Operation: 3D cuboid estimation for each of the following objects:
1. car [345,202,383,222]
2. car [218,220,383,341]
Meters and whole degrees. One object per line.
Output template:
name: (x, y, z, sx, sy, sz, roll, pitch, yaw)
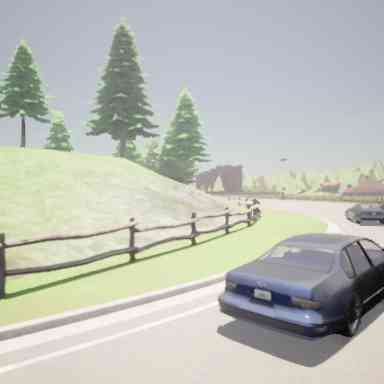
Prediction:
car: (12.757, 1.530, 24.610, 2.033, 1.411, 5.357, 0, 0, 14)
car: (2.787, 1.548, 6.701, 2.033, 1.411, 5.357, 0, 0, 44)
